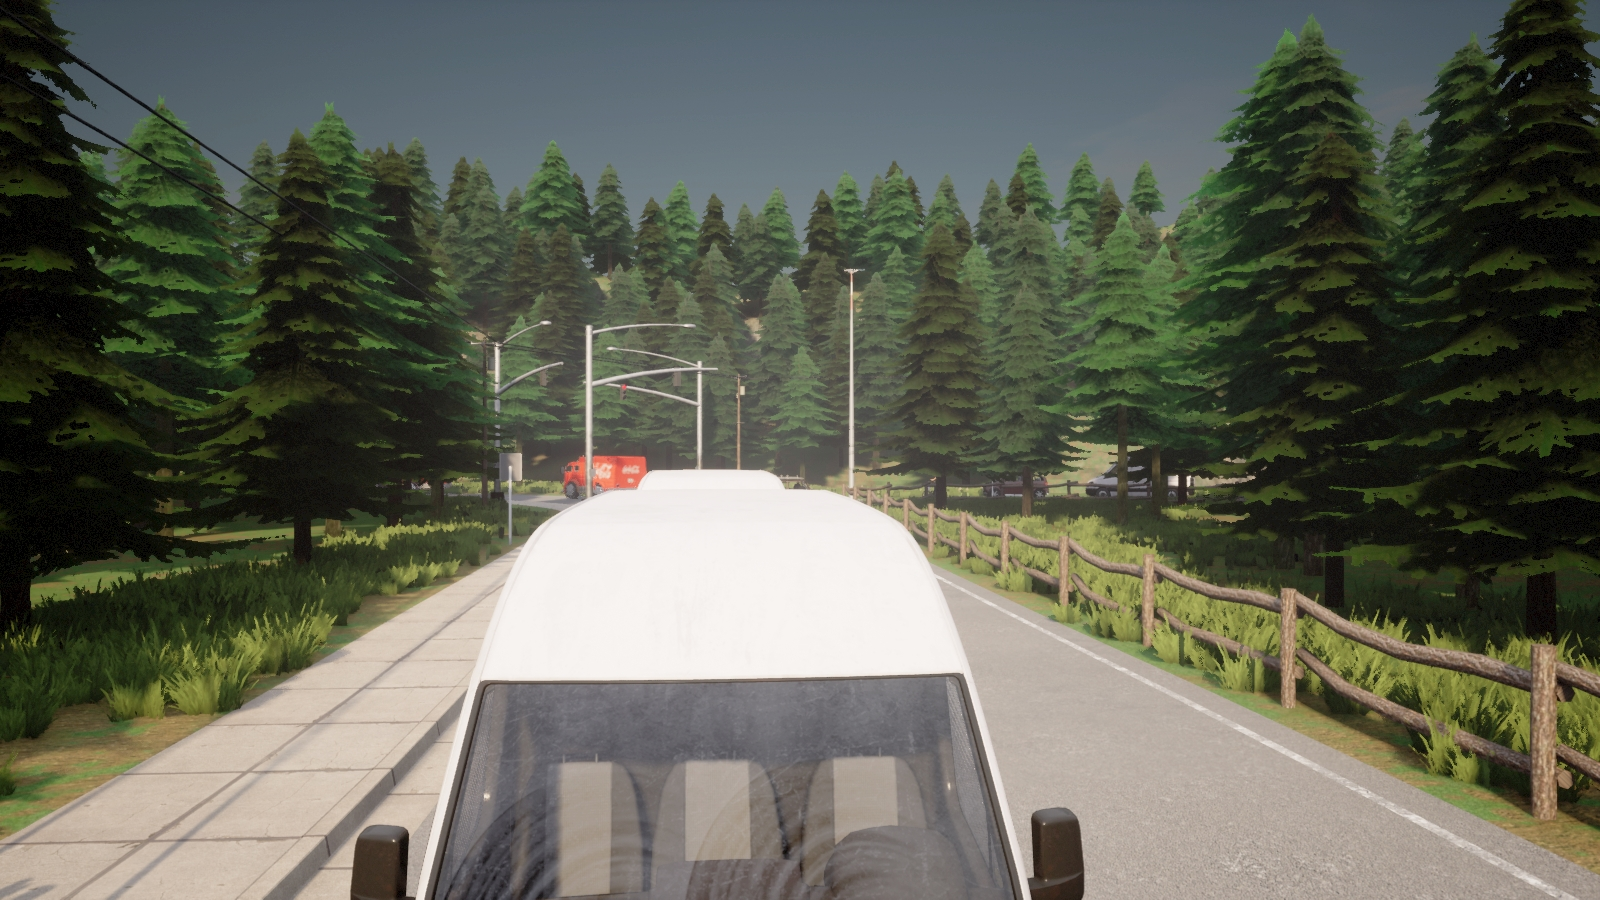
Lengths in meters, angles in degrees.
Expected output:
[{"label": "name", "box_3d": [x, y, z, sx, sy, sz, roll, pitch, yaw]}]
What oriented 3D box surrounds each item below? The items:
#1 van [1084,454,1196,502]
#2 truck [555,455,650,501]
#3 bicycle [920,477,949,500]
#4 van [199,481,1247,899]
[{"label": "van", "box_3d": [19.036, 1.533, 64.040, 5.915, 2.561, 1.988, 0, 0, 19]}, {"label": "truck", "box_3d": [-11.145, 1.539, 64.324, 5.204, 2.467, 2.627, 0, 0, 42]}, {"label": "bicycle", "box_3d": [7.648, 2.157, 64.902, 1.487, 1.276, 0.859, 0, 0, -7]}, {"label": "van", "box_3d": [-0.345, 1.499, 5.121, 1.988, 2.561, 5.915, 0, 0, -5]}]
